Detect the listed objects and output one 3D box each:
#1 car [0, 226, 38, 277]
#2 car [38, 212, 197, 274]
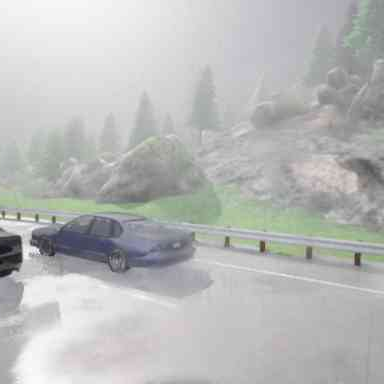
[{"bbox_3d":[-6.062,1.176,7.863,5.008,1.535,1.882,2,1,33],"label":"car"},{"bbox_3d":[-2.482,1.303,9.729,5.357,1.411,2.033,2,1,33],"label":"car"}]
